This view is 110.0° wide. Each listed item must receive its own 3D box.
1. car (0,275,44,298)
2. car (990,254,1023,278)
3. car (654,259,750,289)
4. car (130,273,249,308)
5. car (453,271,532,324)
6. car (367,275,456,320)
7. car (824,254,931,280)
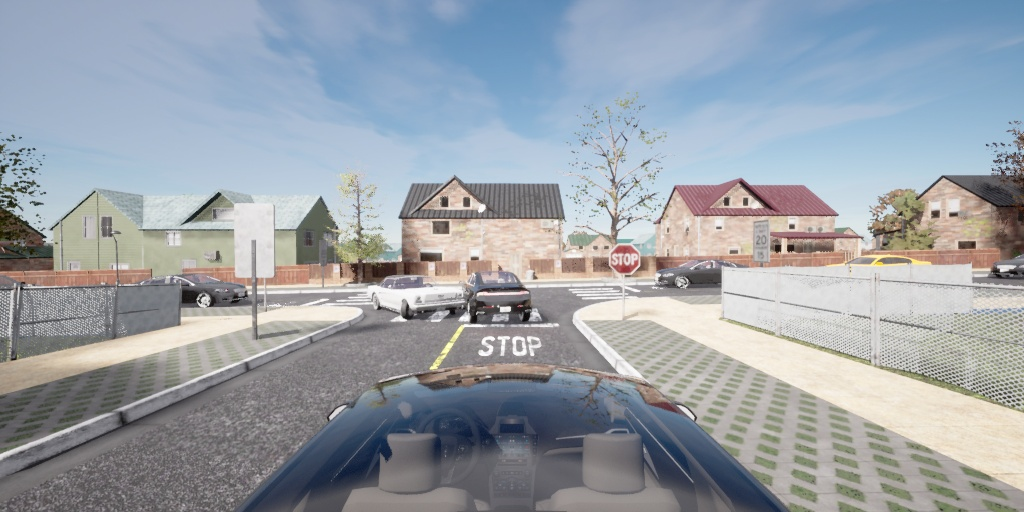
[{"bbox_3d":[-24.239,1.648,16.446,4.553,1.767,2.097,-1,1,0],"label":"car"},{"bbox_3d":[29.386,0.478,19.612,4.902,1.511,2.128,-1,1,0],"label":"car"},{"bbox_3d":[10.331,0.926,19.539,4.902,1.511,2.128,-1,1,0],"label":"car"},{"bbox_3d":[-14.902,1.566,16.486,4.902,1.511,2.128,-1,1,0],"label":"car"},{"bbox_3d":[-0.685,1.243,12.131,2.128,1.511,4.902,0,0,-12],"label":"car"},{"bbox_3d":[-3.602,1.368,12.990,1.895,1.301,4.718,0,0,-38],"label":"car"},{"bbox_3d":[19.762,0.690,19.575,5.008,1.535,1.882,-1,1,-1],"label":"car"}]
